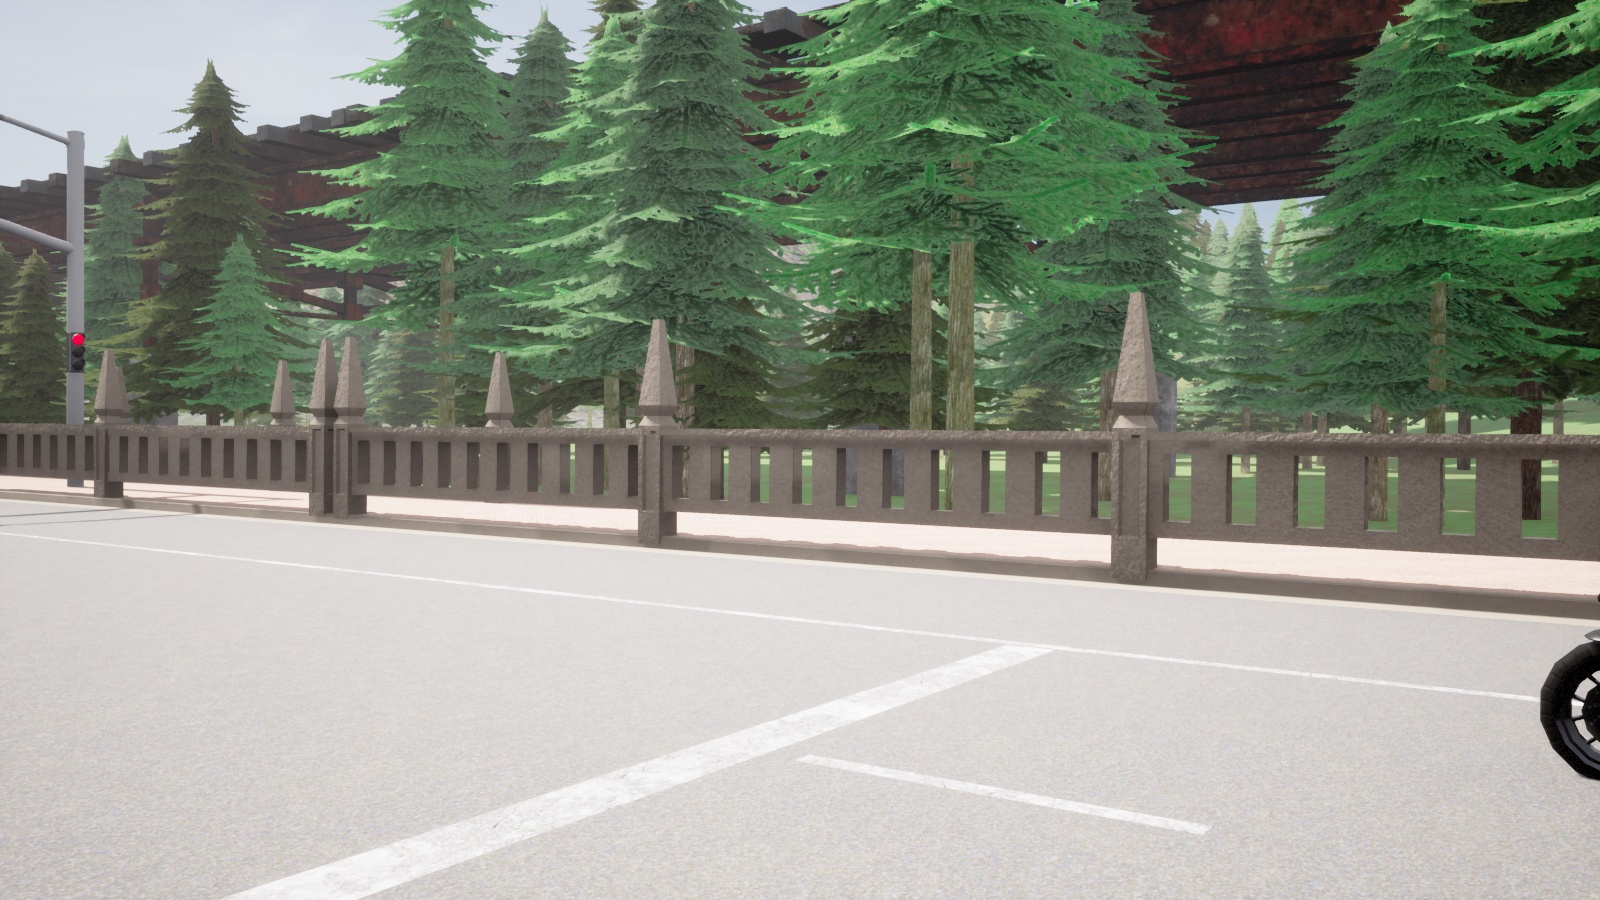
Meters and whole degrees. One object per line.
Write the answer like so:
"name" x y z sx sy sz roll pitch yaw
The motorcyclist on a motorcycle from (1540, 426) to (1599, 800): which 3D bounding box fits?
"motorcyclist on a motorcycle" 4.247 0.660 5.004 2.191 1.530 0.866 0 1 34
